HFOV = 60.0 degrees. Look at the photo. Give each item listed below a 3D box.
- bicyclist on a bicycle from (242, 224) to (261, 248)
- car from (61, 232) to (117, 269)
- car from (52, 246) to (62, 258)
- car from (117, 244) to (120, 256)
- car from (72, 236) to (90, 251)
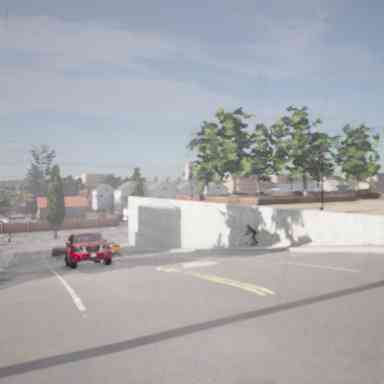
[{"bbox_3d":[4.170,3.110,23.439,1.656,1.620,0.582,-1,-7,-24],"label":"bicyclist on a bicycle"},{"bbox_3d":[-6.400,3.456,20.190,2.150,2.045,5.566,-1,-9,-25],"label":"car"},{"bbox_3d":[-17.558,7.889,44.264,1.895,1.301,4.718,-2,-5,-25],"label":"car"},{"bbox_3d":[-8.626,5.793,33.707,1.882,1.535,5.008,-1,-9,-25],"label":"car"},{"bbox_3d":[-17.987,8.251,53.640,2.150,2.045,5.566,-1,-4,-24],"label":"car"}]
